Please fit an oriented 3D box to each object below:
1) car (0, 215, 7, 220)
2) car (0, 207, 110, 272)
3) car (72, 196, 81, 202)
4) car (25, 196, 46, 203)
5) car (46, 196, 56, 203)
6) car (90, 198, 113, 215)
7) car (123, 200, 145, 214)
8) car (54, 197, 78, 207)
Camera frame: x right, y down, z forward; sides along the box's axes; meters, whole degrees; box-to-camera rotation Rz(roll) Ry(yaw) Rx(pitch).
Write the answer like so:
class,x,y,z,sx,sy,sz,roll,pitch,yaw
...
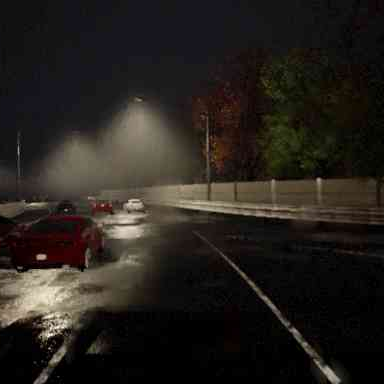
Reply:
class,x,y,z,sx,sy,sz,roll,pitch,yaw
car,-7.901,1.579,12.760,1.812,1.442,4.674,0,0,-7
car,-4.123,1.505,11.004,1.882,1.535,5.008,0,0,-6
car,-25.625,1.512,73.189,1.812,1.442,4.674,0,0,-28
car,-32.837,1.576,68.976,2.033,1.411,5.357,0,0,-43
car,-30.174,1.571,71.247,1.994,1.385,4.181,0,0,-43
car,-9.575,1.416,35.146,2.097,1.767,4.553,0,0,-19
car,-6.471,1.569,36.902,1.812,1.442,4.674,0,0,-19
car,-13.482,1.595,35.772,1.837,1.490,4.892,0,0,-19
